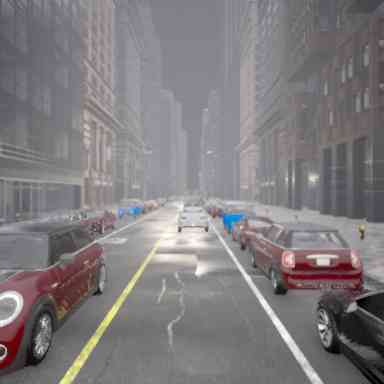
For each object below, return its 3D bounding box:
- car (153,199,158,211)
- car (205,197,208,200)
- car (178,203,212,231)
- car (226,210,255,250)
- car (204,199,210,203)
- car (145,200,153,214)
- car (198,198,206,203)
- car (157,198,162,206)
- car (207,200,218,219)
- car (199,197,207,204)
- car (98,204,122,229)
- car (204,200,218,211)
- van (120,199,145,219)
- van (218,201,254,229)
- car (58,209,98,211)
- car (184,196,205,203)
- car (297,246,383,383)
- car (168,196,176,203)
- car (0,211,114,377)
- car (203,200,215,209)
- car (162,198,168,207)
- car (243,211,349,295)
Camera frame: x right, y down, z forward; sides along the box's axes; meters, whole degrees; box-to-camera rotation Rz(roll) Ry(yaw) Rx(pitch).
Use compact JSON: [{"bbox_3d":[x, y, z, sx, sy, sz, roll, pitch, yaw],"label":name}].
[{"bbox_3d":[-5.823,1.842,42.508,1.887,1.381,4.507,0,0,0],"label":"car"},{"bbox_3d":[2.701,1.737,42.529,1.967,1.590,4.097,0,0,0],"label":"car"},{"bbox_3d":[0.070,1.676,21.428,1.812,1.442,4.674,0,0,0],"label":"car"},{"bbox_3d":[2.740,1.684,14.520,1.802,1.307,4.206,0,0,0],"label":"car"},{"bbox_3d":[2.709,1.802,36.927,1.887,1.381,4.507,0,0,0],"label":"car"},{"bbox_3d":[-5.816,1.803,36.907,1.887,1.381,4.507,0,0,0],"label":"car"},{"bbox_3d":[2.642,2.179,87.341,1.947,1.339,4.313,0,0,0],"label":"car"},{"bbox_3d":[-5.831,1.861,47.941,1.752,1.417,4.829,0,0,0],"label":"car"},{"bbox_3d":[2.717,1.763,31.324,1.887,1.381,4.507,0,0,0],"label":"car"},{"bbox_3d":[2.649,2.013,81.740,1.967,1.590,4.097,0,0,0],"label":"car"},{"bbox_3d":[-5.793,1.686,20.100,1.887,1.381,4.507,0,0,0],"label":"car"},{"bbox_3d":[2.694,1.863,48.300,1.752,1.417,4.829,0,0,0],"label":"car"},{"bbox_3d":[-5.809,1.560,31.306,1.690,1.788,3.998,0,0,0],"label":"van"},{"bbox_3d":[2.731,1.482,20.122,1.690,1.788,3.998,0,0,0],"label":"van"},{"bbox_3d":[-5.786,1.542,14.499,1.967,1.590,4.097,0,0,0],"label":"car"},{"bbox_3d":[0.049,1.629,39.509,2.097,1.767,4.553,0,0,-1],"label":"car"},{"bbox_3d":[2.755,1.590,3.316,1.947,1.339,4.313,0,0,0],"label":"car"},{"bbox_3d":[-5.884,2.159,87.324,1.887,1.381,4.507,0,0,0],"label":"car"},{"bbox_3d":[-3.008,1.393,5.826,2.097,1.767,4.553,0,0,0],"label":"car"},{"bbox_3d":[2.687,1.957,53.732,1.802,1.307,4.206,0,0,0],"label":"car"},{"bbox_3d":[-5.846,1.855,59.316,1.967,1.590,4.097,0,0,0],"label":"car"},{"bbox_3d":[2.747,1.503,8.919,1.967,1.590,4.097,0,0,0],"label":"car"}]
